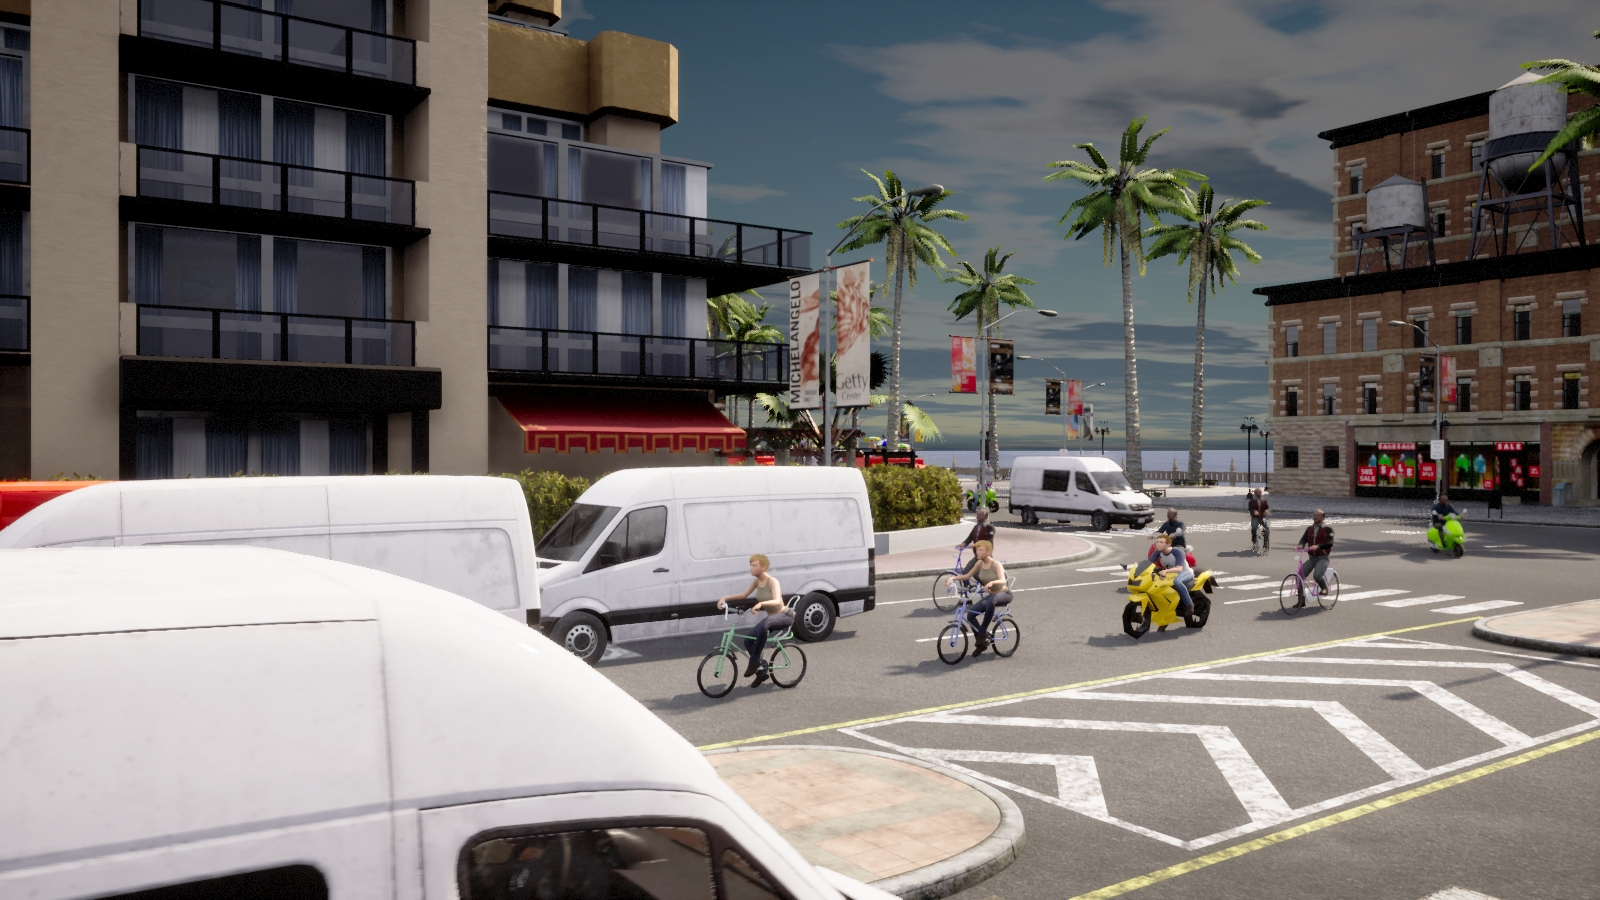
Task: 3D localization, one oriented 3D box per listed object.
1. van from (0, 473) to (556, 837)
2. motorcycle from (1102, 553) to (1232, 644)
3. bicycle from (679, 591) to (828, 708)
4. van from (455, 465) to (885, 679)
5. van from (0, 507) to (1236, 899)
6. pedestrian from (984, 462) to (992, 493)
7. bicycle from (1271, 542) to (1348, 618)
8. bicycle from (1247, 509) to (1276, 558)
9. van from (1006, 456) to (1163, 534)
[{"bbox_3d":[-5.288,1.534,9.874,5.915,2.561,1.988,0,0,-34],"label":"van"},{"bbox_3d":[5.572,2.213,17.294,2.033,1.145,0.803,0,0,-34],"label":"motorcycle"},{"bbox_3d":[-0.533,2.256,13.140,1.487,1.080,0.859,0,0,-35],"label":"bicycle"},{"bbox_3d":[-1.725,1.534,16.503,5.915,2.561,1.988,0,0,-34],"label":"van"},{"bbox_3d":[-1.693,1.534,2.548,5.915,2.561,1.988,0,0,-35],"label":"van"},{"bbox_3d":[11.610,1.696,70.494,0.375,1.860,0.375,0,0,-25],"label":"pedestrian"},{"bbox_3d":[8.765,2.210,19.640,1.835,1.171,0.329,0,0,-36],"label":"bicycle"},{"bbox_3d":[12.319,2.210,30.508,0.329,1.171,1.835,0,0,10],"label":"bicycle"},{"bbox_3d":[10.192,1.534,41.504,1.988,2.561,5.915,0,0,-30],"label":"van"}]
